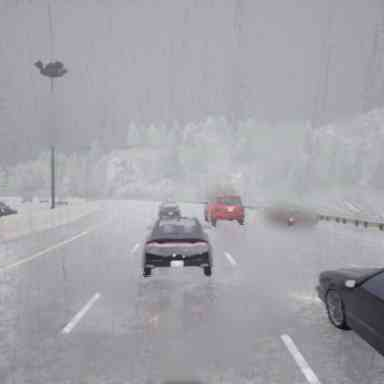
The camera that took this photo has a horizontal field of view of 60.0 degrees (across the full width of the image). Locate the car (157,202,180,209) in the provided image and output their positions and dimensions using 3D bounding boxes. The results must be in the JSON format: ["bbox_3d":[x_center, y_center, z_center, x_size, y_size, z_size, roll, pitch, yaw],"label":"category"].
[{"bbox_3d":[-2.086,1.597,29.816,1.812,1.442,4.674,-1,0,-8],"label":"car"}]

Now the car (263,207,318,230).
[{"bbox_3d":[5.977,1.564,20.816,1.895,1.301,4.718,-1,0,-5],"label":"car"}]

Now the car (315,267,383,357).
[{"bbox_3d":[3.218,1.516,3.779,2.033,1.411,5.357,-1,0,0],"label":"car"}]

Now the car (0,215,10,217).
[{"bbox_3d":[-16.011,1.830,27.102,1.895,1.301,4.718,-1,0,-8],"label":"car"}]

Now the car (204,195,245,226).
[{"bbox_3d":[2.201,1.233,23.714,2.150,2.045,5.566,-1,0,-5],"label":"car"}]

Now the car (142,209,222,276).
[{"bbox_3d":[-0.432,1.513,10.429,2.128,1.511,4.902,-1,0,-2],"label":"car"}]

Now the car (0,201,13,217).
[{"bbox_3d":[-20.845,1.776,35.157,1.882,1.535,5.008,-1,0,-11],"label":"car"}]
